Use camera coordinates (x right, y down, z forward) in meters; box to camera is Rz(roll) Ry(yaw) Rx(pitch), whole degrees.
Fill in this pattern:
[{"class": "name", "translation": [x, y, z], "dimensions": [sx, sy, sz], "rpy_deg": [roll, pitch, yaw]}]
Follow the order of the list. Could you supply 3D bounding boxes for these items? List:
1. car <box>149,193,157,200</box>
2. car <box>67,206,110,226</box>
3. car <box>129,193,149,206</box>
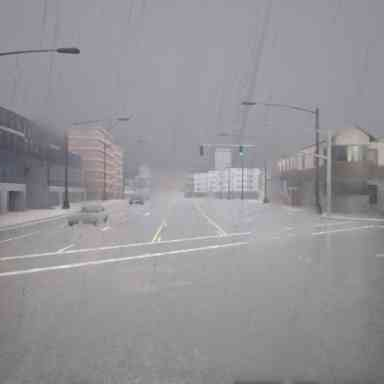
[{"class": "car", "translation": [-8.982, 0.942, 73.614], "dimensions": [2.097, 1.767, 4.553], "rpy_deg": [0, 0, -2]}, {"class": "car", "translation": [-7.229, 1.661, 23.565], "dimensions": [1.895, 1.301, 4.718], "rpy_deg": [0, 0, -2]}, {"class": "car", "translation": [-8.126, 1.219, 49.214], "dimensions": [2.128, 1.511, 4.902], "rpy_deg": [0, 1, -2]}]
